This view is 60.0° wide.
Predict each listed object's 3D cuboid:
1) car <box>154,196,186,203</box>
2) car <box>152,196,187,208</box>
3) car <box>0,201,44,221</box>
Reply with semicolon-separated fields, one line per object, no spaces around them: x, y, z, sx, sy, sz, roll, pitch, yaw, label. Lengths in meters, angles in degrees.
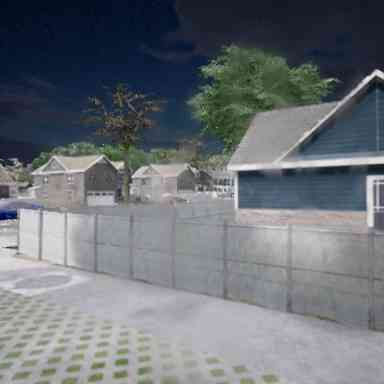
-2.687;1.276;41.154;1.882;1.535;5.008;-1;0;33;car
-3.061;1.319;46.589;2.033;1.411;5.357;-1;0;33;car
-13.390;1.432;24.389;1.882;1.535;5.008;-1;0;33;car
